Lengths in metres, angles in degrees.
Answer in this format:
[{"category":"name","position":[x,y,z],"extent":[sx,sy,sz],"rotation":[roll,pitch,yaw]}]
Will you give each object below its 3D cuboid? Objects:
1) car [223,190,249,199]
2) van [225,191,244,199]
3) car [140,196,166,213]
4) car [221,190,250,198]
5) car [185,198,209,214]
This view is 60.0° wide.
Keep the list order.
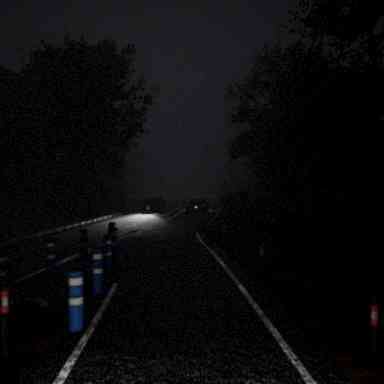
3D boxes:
[{"category":"car","position":[10.379,0.588,78.003],"extent":[5.566,2.045,2.435],"rotation":[1,0,-16]},{"category":"van","position":[11.155,0.699,86.910],"extent":[4.442,1.987,1.878],"rotation":[1,-1,-16]},{"category":"car","position":[-3.752,1.159,32.647],"extent":[2.128,1.511,4.902],"rotation":[0,1,6]},{"category":"car","position":[10.214,0.560,75.079],"extent":[5.566,2.045,2.435],"rotation":[1,-1,-16]},{"category":"car","position":[0.545,1.246,30.864],"extent":[1.994,1.385,4.181],"rotation":[0,1,6]}]
